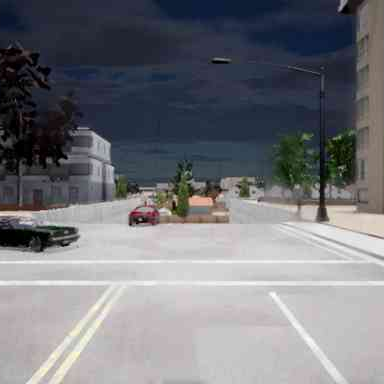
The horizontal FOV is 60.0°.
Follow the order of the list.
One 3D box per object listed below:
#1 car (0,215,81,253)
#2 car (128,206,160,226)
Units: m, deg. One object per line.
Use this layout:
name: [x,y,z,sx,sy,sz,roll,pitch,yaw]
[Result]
car: [-7.059,1.645,13.776,4.718,1.301,1.895,1,-1,17]
car: [-3.555,1.767,25.367,1.882,1.535,5.008,0,-3,0]
